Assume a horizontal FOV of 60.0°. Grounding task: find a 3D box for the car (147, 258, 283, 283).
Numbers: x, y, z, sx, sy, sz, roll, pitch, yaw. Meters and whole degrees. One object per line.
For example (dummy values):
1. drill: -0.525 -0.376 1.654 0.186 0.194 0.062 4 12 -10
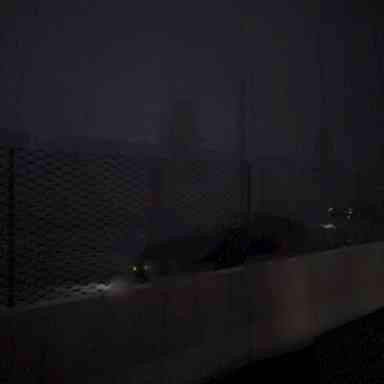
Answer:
1. car: 0.611 1.571 8.743 4.181 1.385 1.994 0 0 -36
